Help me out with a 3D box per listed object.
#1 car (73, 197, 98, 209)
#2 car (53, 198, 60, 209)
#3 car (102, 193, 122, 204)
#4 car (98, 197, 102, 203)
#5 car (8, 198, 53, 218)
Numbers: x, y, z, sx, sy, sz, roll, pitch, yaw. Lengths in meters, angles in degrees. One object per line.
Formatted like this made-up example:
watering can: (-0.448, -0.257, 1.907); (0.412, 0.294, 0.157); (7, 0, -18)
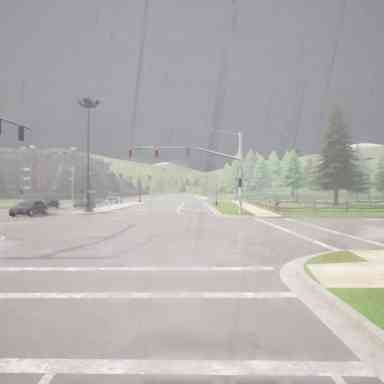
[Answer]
car: (-15.024, 1.525, 46.403); (1.812, 1.442, 4.674); (0, 0, 0)
car: (-18.546, 1.491, 42.464); (2.128, 1.511, 4.902); (0, 0, 0)
car: (-14.923, 1.275, 63.620); (2.150, 2.045, 5.566); (0, 0, 0)
car: (-18.427, 1.600, 63.309); (1.895, 1.301, 4.718); (0, 0, 0)
car: (-15.063, 1.505, 30.848); (1.837, 1.490, 4.892); (0, 0, 0)
